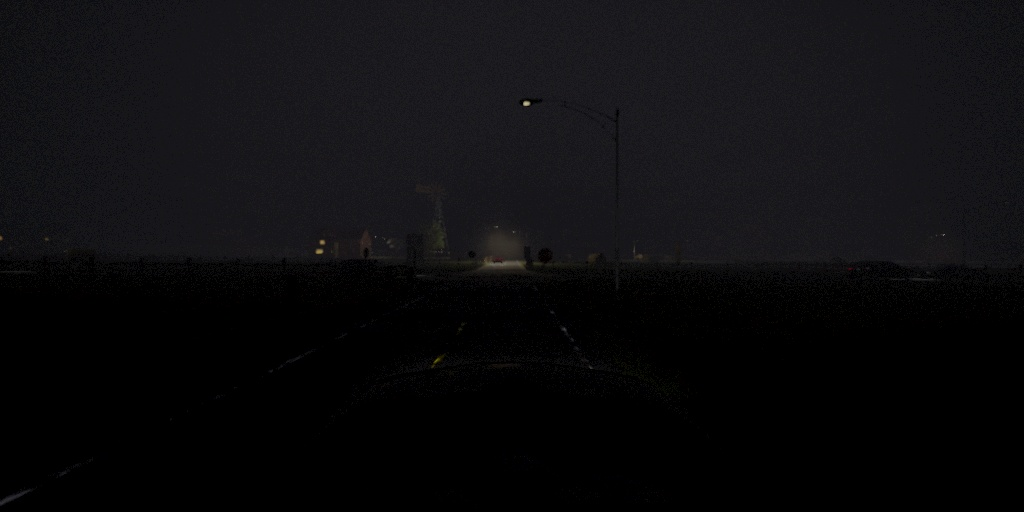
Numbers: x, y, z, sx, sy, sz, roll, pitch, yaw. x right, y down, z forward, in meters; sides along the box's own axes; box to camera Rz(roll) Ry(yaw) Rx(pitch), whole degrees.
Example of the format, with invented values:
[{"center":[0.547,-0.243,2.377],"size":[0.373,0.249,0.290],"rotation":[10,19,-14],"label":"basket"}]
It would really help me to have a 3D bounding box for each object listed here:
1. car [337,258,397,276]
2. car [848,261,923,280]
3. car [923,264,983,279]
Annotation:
[{"center":[-12.503,0.989,31.146],"size":[4.892,1.490,1.837],"rotation":[3,0,-1],"label":"car"},{"center":[32.744,1.206,31.750],"size":[4.553,1.767,2.097],"rotation":[1,0,-1],"label":"car"},{"center":[41.978,1.503,34.683],"size":[5.357,1.411,2.033],"rotation":[1,0,0],"label":"car"}]
